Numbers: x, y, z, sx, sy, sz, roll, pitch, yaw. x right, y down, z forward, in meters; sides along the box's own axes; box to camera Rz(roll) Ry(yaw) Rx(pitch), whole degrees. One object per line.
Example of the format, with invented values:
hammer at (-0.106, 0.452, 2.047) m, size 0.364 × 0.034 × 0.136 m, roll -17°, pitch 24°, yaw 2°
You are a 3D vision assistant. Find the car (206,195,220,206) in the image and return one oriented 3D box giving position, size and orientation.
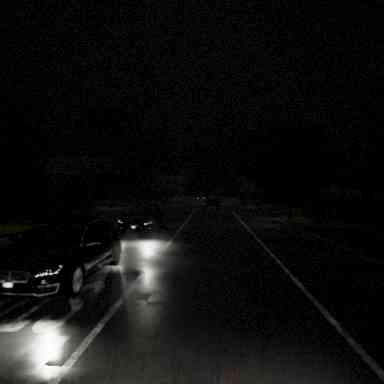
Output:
car at (3.074, 1.242, 48.977) m, size 1.882 × 1.535 × 5.008 m, roll 1°, pitch 1°, yaw 4°

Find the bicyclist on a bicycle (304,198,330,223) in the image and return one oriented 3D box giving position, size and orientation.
bicyclist on a bicycle at (8.179, 1.225, 21.738) m, size 1.656 × 1.620 × 0.582 m, roll 1°, pitch 0°, yaw 4°

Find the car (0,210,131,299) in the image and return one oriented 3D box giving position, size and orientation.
car at (-3.158, 1.412, 8.410) m, size 1.837 × 1.490 × 4.892 m, roll 1°, pitch 0°, yaw 4°

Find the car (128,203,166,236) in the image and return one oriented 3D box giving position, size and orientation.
car at (-2.562, 1.369, 17.806) m, size 1.837 × 1.490 × 4.892 m, roll 1°, pitch 0°, yaw 4°
